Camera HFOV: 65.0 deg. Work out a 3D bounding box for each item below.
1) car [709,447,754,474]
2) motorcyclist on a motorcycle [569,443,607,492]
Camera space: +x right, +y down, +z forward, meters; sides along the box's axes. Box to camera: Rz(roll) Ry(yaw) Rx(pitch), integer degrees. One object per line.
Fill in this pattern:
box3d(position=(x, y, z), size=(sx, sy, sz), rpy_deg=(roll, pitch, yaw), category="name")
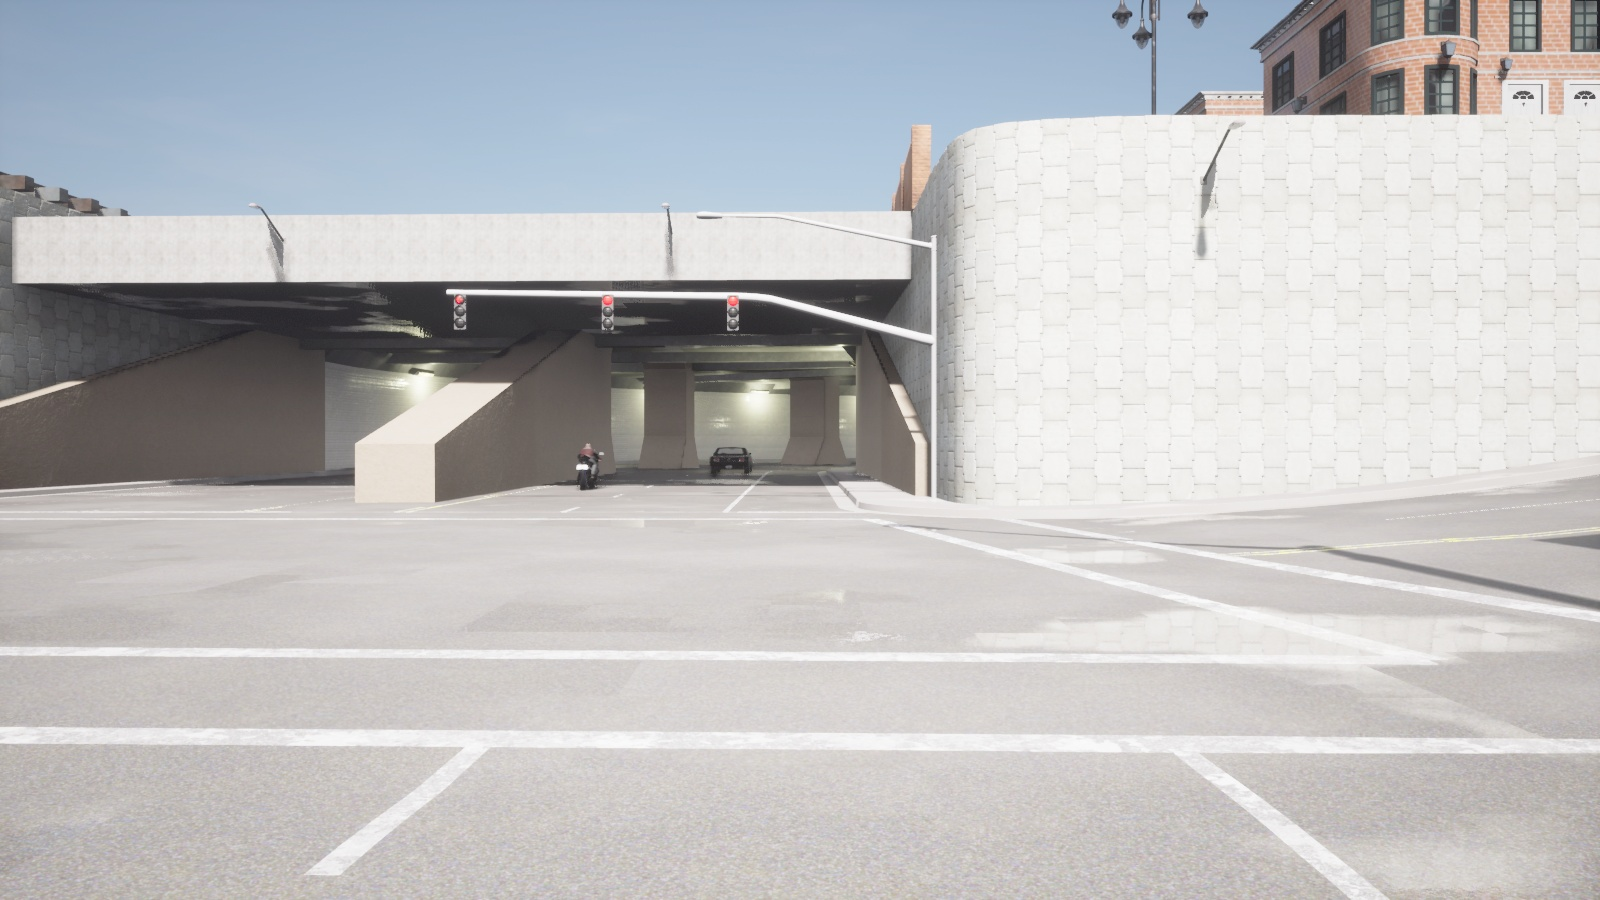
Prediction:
box3d(position=(-3.351, 0.493, 62.266), size=(1.895, 1.301, 4.718), rpy_deg=(0, 0, 1), category="car")
box3d(position=(-6.872, 0.546, 40.819), size=(0.866, 1.530, 2.191), rpy_deg=(0, 0, 0), category="motorcyclist on a motorcycle")
